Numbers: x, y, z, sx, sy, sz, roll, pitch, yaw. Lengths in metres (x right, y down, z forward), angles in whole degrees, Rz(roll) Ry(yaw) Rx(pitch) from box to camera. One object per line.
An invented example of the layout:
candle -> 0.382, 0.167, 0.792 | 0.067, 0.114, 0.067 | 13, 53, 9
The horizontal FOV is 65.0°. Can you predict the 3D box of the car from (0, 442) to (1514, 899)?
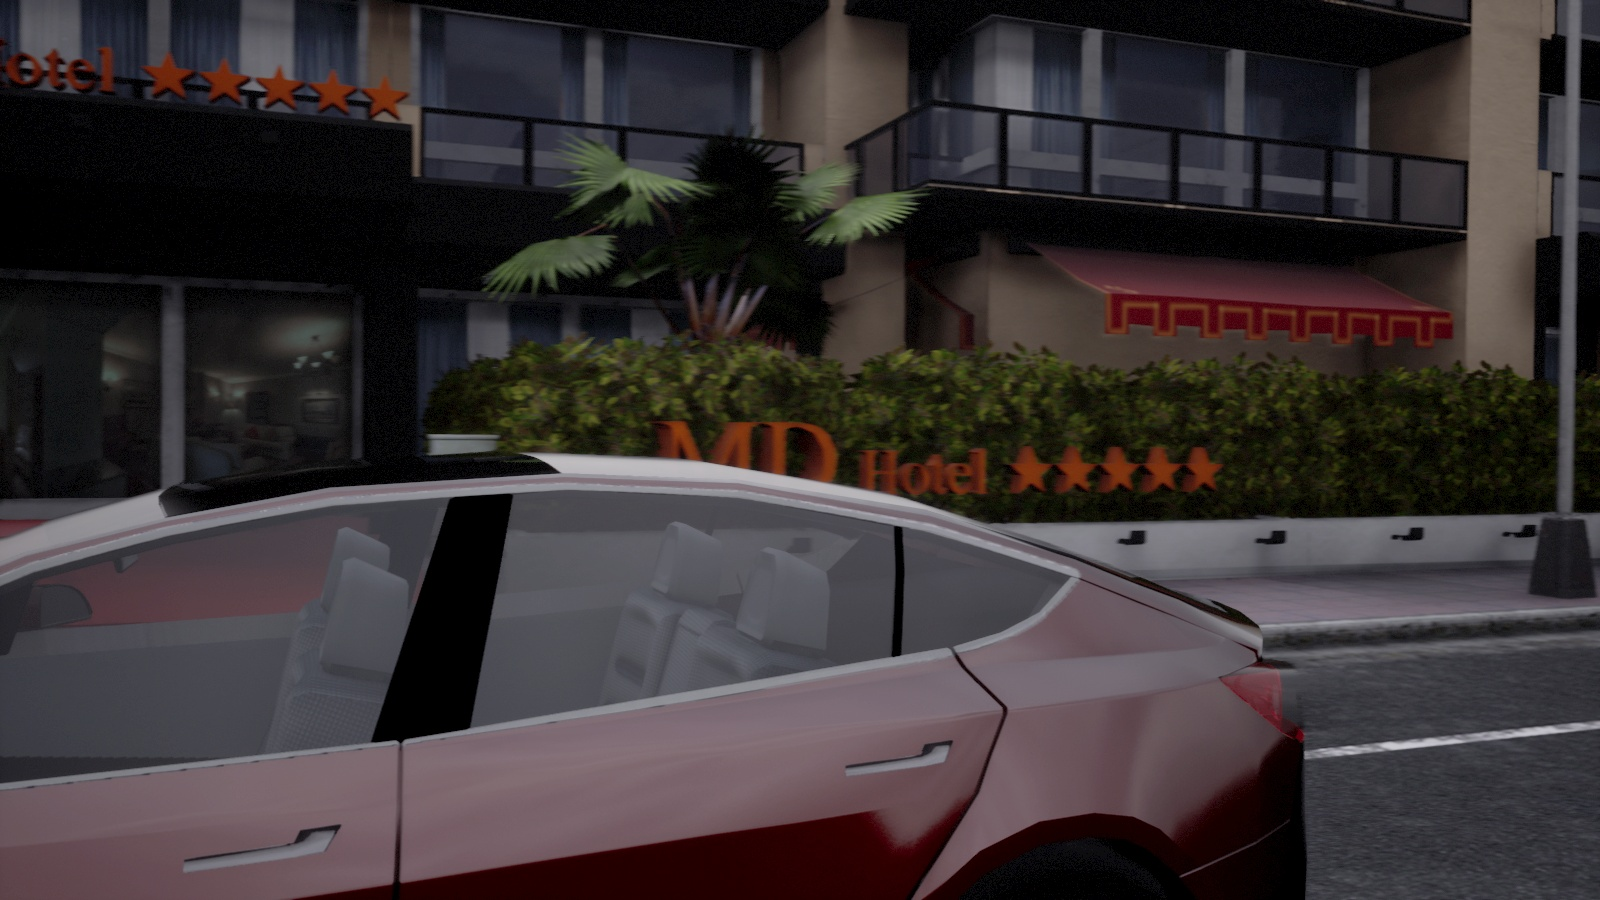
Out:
car -> -1.114, 0.764, 2.816 | 4.792, 1.488, 2.163 | -1, 1, -21
